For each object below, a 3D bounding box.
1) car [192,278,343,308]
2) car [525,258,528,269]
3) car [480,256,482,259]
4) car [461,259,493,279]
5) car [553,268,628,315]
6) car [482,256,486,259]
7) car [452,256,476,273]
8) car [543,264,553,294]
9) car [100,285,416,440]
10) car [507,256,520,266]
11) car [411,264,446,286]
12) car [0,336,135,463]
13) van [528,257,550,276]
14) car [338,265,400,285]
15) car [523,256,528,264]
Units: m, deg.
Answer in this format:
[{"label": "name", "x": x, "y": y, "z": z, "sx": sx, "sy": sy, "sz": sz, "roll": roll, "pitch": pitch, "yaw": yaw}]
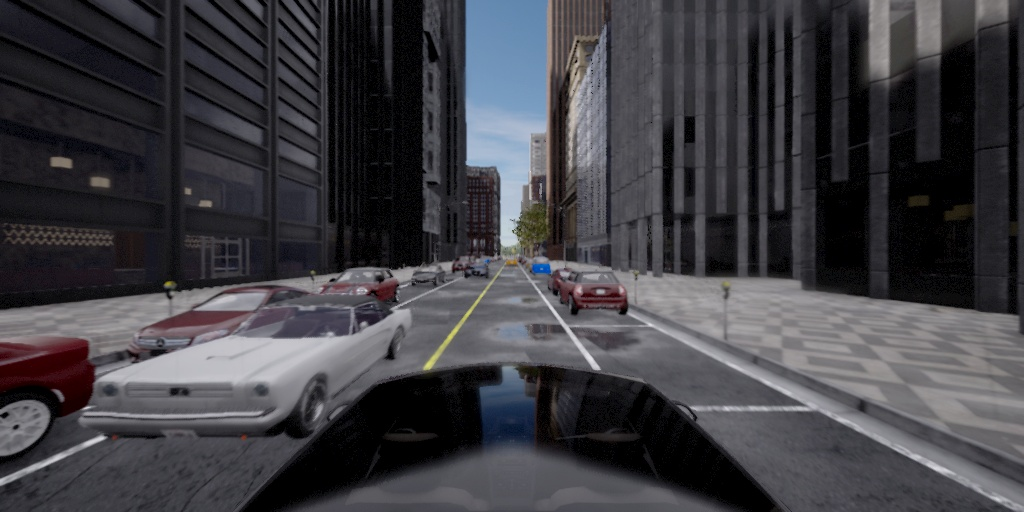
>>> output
[{"label": "car", "x": -5.669, "y": 1.321, "z": 7.850, "sx": 1.802, "sy": 1.307, "sz": 4.207, "roll": 0, "pitch": 0, "yaw": 0}, {"label": "car", "x": 2.851, "y": 1.179, "z": 41.840, "sx": 1.751, "sy": 1.417, "sz": 4.829, "roll": 0, "pitch": 0, "yaw": 0}, {"label": "car", "x": -5.676, "y": 0.949, "z": 47.329, "sx": 2.192, "sy": 1.841, "sz": 5.009, "roll": 0, "pitch": 0, "yaw": 0}, {"label": "car", "x": -3.011, "y": 1.251, "z": 31.882, "sx": 1.994, "sy": 1.385, "sz": 4.181, "roll": 0, "pitch": 0, "yaw": 0}, {"label": "car", "x": 2.856, "y": 1.167, "z": 13.467, "sx": 1.967, "sy": 1.591, "sz": 4.097, "roll": 0, "pitch": 0, "yaw": 0}, {"label": "car", "x": -5.682, "y": 1.114, "z": 58.400, "sx": 1.751, "sy": 1.417, "sz": 4.829, "roll": 0, "pitch": 0, "yaw": 1}, {"label": "car", "x": -5.675, "y": 0.970, "z": 41.689, "sx": 2.192, "sy": 1.841, "sz": 5.009, "roll": 0, "pitch": 0, "yaw": 0}, {"label": "car", "x": 2.855, "y": 1.298, "z": 19.108, "sx": 1.802, "sy": 1.307, "sz": 4.207, "roll": 0, "pitch": 0, "yaw": 0}, {"label": "car", "x": -3.093, "y": 1.344, "z": 5.542, "sx": 1.895, "sy": 1.301, "sz": 4.718, "roll": 0, "pitch": 0, "yaw": 0}, {"label": "car", "x": -0.011, "y": 1.038, "z": 65.460, "sx": 1.882, "sy": 1.535, "sz": 5.008, "roll": 0, "pitch": 0, "yaw": 0}, {"label": "car", "x": -5.672, "y": 1.256, "z": 24.768, "sx": 2.007, "sy": 1.370, "sz": 4.403, "roll": 0, "pitch": 0, "yaw": 0}, {"label": "car", "x": -5.668, "y": 1.295, "z": 2.211, "sx": 1.888, "sy": 1.381, "sz": 4.507, "roll": 0, "pitch": 0, "yaw": 0}, {"label": "van", "x": 2.852, "y": 1.014, "z": 36.028, "sx": 1.690, "sy": 1.789, "sz": 3.998, "roll": 0, "pitch": 0, "yaw": 0}, {"label": "car", "x": -5.670, "y": 1.168, "z": 13.490, "sx": 1.967, "sy": 1.591, "sz": 4.097, "roll": 0, "pitch": 0, "yaw": 0}, {"label": "car", "x": 2.853, "y": 1.136, "z": 53.156, "sx": 1.751, "sy": 1.417, "sz": 4.829, "roll": 0, "pitch": 0, "yaw": 1}]
